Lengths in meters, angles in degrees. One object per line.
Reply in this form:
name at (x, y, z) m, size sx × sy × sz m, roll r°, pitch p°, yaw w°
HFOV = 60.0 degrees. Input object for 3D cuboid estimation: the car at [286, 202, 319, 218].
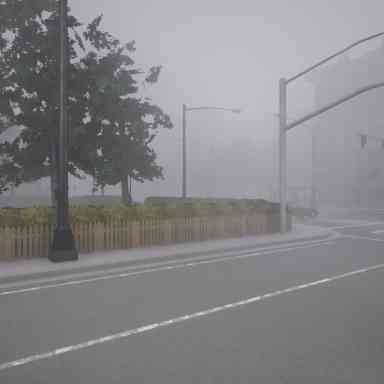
car at (8.953, 1.601, 29.941) m, size 1.895 × 1.301 × 4.718 m, roll 0°, pitch 0°, yaw -35°

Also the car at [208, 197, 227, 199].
car at (3.309, 1.352, 38.051) m, size 2.097 × 1.767 × 4.553 m, roll 0°, pitch 0°, yaw -35°
